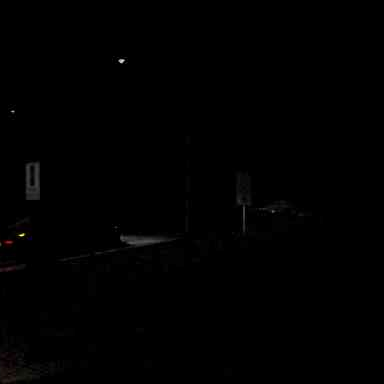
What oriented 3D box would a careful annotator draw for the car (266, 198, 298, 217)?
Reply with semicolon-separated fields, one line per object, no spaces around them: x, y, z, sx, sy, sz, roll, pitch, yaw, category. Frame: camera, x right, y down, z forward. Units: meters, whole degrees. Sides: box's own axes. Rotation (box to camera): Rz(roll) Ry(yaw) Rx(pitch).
8.563;1.515;31.494;1.812;1.442;4.674;-1;-1;35;car

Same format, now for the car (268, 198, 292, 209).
13.068;1.613;49.094;1.812;1.442;4.674;-1;-1;35;car

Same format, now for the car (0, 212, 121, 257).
-4.844;1.490;12.568;1.812;1.442;4.674;-1;0;35;car
